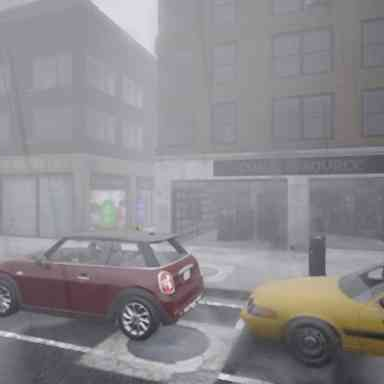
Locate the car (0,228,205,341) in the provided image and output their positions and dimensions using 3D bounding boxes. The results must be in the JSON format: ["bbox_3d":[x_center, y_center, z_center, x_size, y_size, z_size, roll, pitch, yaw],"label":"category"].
[{"bbox_3d":[-1.911,1.437,6.326,4.097,1.590,1.967,0,0,20],"label":"car"}]

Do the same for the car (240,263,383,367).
[{"bbox_3d":[3.120,1.523,4.495,4.829,1.417,1.752,0,0,20],"label":"car"}]
